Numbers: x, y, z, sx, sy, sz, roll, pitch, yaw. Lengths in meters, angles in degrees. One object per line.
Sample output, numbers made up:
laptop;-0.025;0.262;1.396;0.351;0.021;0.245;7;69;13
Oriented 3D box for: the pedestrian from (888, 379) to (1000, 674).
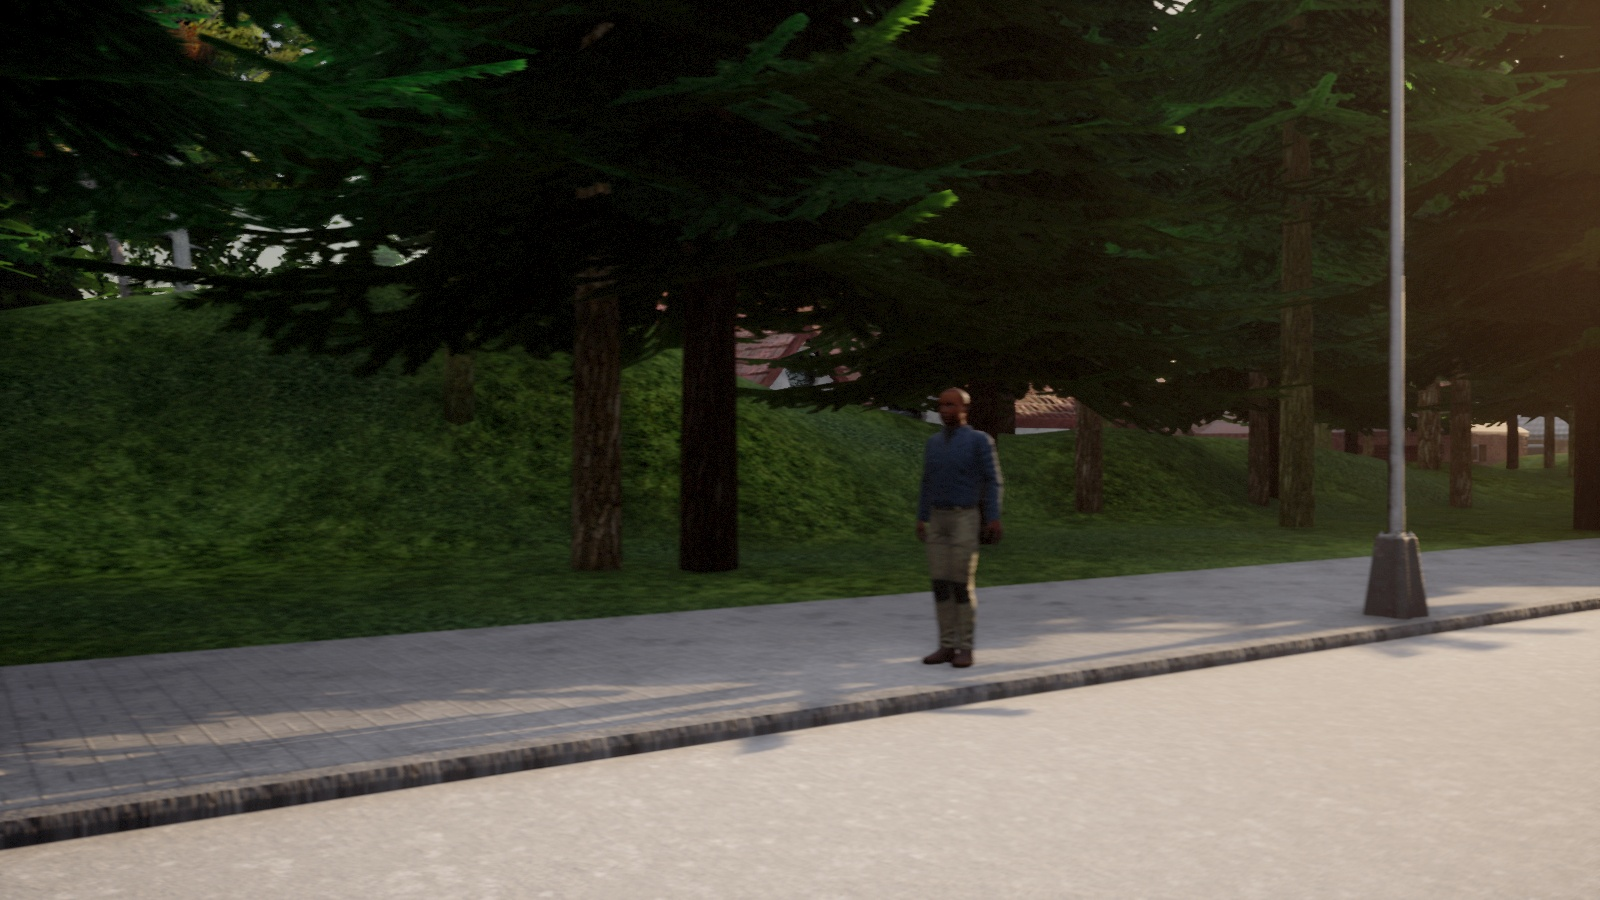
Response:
pedestrian;0.947;0.474;8.209;0.370;1.835;0.726;0;0;42
